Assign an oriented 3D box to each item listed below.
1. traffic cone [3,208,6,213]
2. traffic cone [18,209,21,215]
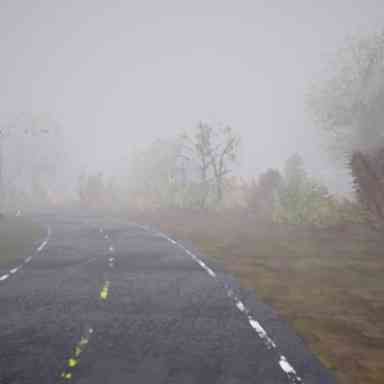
[{"bbox_3d":[-21.257,2.076,37.653,0.340,0.580,0.340,0,0,41],"label":"traffic cone"},{"bbox_3d":[-17.822,2.056,34.347,0.340,0.580,0.340,-1,0,-43],"label":"traffic cone"}]
